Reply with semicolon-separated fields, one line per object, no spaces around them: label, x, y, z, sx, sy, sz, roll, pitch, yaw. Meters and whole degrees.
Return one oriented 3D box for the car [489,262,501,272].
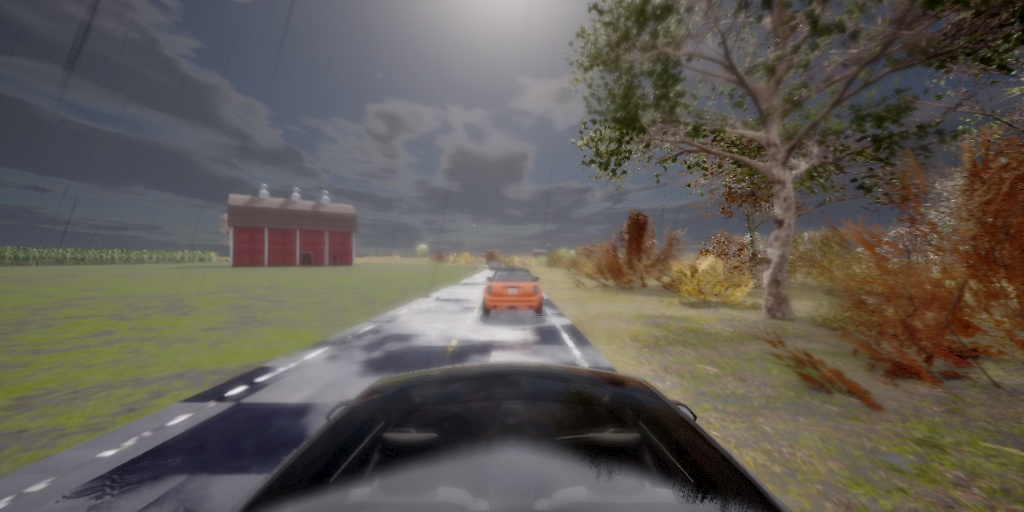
car;-2.815;1.760;59.822;1.837;1.490;4.892;0;0;0

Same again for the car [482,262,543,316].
car;0.042;1.217;14.164;2.097;1.767;4.553;0;-1;1
